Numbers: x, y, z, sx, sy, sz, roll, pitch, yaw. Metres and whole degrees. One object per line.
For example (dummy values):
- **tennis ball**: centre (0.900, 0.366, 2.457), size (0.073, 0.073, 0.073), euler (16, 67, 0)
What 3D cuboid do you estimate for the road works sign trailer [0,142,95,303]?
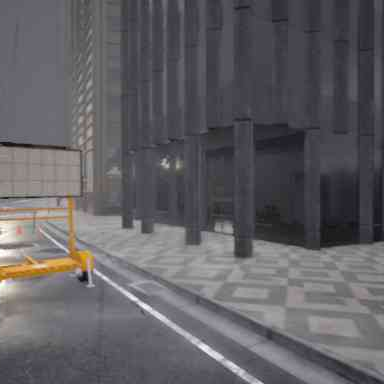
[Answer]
- **road works sign trailer**: centre (-4.127, 0.561, 8.670), size (2.380, 3.560, 2.880), euler (-1, -1, -37)
